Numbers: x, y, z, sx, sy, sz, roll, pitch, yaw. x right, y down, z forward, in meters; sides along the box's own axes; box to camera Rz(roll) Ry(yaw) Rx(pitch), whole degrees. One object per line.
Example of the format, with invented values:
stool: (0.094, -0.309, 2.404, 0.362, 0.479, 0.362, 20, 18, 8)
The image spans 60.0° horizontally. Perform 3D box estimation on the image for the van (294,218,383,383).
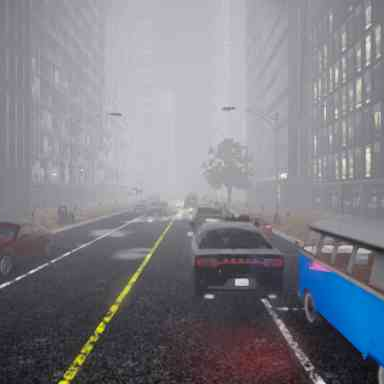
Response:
van: (2.690, 1.340, 4.450, 1.690, 1.788, 3.998, 0, 0, 0)

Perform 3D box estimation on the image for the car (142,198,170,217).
car: (-3.106, 1.543, 31.580, 2.033, 1.411, 5.357, 0, 0, 0)

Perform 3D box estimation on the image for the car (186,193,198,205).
car: (-0.012, 1.188, 59.244, 2.150, 2.045, 5.566, 0, 0, 0)

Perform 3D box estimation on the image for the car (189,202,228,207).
car: (0.896, 1.502, 18.468, 1.837, 1.490, 4.892, 0, 0, 0)

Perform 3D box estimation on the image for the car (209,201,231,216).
car: (2.684, 1.577, 32.912, 1.802, 1.307, 4.206, 0, 0, 0)

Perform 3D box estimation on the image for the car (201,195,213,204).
car: (2.679, 1.403, 61.374, 1.967, 1.590, 4.097, 0, 0, 0)

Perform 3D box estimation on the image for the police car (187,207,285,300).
police car: (0.899, 1.424, 8.578, 1.930, 1.638, 5.238, 0, 0, 0)

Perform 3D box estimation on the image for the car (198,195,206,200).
car: (2.674, 1.452, 89.836, 1.887, 1.381, 4.507, 0, 0, 0)

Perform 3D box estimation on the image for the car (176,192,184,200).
car: (-3.018, 1.129, 90.676, 2.150, 2.045, 5.566, 0, 0, 0)

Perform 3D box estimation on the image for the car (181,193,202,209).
car: (0.002, 1.339, 45.578, 2.097, 1.767, 4.553, 0, 0, 1)

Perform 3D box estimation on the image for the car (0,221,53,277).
car: (-5.692, 1.580, 10.143, 1.802, 1.307, 4.206, 0, 0, 0)

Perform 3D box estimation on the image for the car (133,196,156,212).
car: (-5.698, 1.544, 38.606, 2.008, 1.369, 4.403, 0, 0, 0)

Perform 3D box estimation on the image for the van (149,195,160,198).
van: (-5.699, 1.323, 49.991, 1.690, 1.788, 3.998, 0, 0, 0)

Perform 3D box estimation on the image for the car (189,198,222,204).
car: (0.895, 1.452, 24.658, 1.801, 1.575, 5.366, 0, 0, 0)

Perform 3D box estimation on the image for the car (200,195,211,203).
car: (2.678, 1.394, 67.066, 1.967, 1.590, 4.097, 0, 0, 0)

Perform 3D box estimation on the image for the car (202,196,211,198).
car: (2.682, 1.539, 44.296, 2.008, 1.369, 4.403, 0, 0, 0)

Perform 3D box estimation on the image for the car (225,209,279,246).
car: (2.687, 1.580, 15.834, 1.802, 1.307, 4.206, 0, 0, 0)
